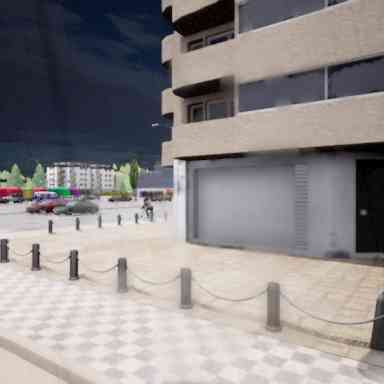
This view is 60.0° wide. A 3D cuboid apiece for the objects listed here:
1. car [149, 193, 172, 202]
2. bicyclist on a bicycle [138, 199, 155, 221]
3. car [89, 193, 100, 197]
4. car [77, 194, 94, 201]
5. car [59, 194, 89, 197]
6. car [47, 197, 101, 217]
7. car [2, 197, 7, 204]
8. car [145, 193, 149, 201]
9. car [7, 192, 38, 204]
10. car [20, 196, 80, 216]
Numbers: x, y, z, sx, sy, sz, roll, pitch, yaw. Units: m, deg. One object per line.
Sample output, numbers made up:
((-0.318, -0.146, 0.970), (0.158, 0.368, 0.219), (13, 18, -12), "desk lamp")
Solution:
((-6.180, 1.153, 69.519), (1.932, 1.855, 4.605), (0, 0, 35), "car")
((-3.281, 1.336, 24.067), (1.656, 1.620, 0.582), (0, 0, 35), "bicyclist on a bicycle")
((-24.575, 1.128, 82.507), (1.905, 1.878, 3.866), (0, 0, 35), "car")
((-26.935, 1.363, 84.184), (1.970, 1.475, 3.806), (0, 0, 35), "car")
((-20.790, 1.388, 58.514), (1.970, 1.475, 3.806), (0, 0, 35), "car")
((-11.061, 1.547, 32.074), (1.812, 1.442, 4.674), (0, 0, 35), "car")
((-36.983, 1.332, 69.897), (1.784, 1.438, 3.905), (0, 0, 35), "car")
((-8.514, 1.152, 71.231), (1.905, 1.878, 3.866), (0, 0, 35), "car")
((-34.652, 1.125, 68.175), (1.932, 1.855, 4.605), (0, 0, 35), "car")
((-14.185, 1.495, 33.746), (1.882, 1.535, 5.008), (0, 0, 35), "car")
